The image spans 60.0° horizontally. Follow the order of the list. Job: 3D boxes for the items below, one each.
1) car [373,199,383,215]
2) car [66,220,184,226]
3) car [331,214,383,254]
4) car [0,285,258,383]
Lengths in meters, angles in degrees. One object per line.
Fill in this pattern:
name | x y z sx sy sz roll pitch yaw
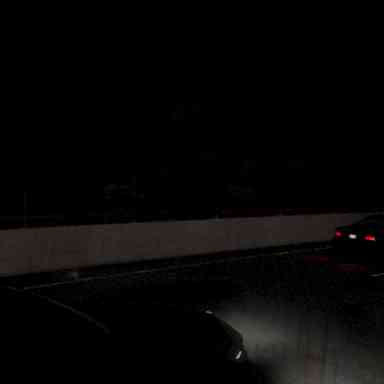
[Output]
car | 20.632 1.469 33.284 4.674 1.442 1.812 0 0 -22
car | -2.980 1.416 14.341 5.008 1.535 1.882 0 0 -31
car | 7.565 1.526 12.155 5.357 1.411 2.033 0 0 -27
car | -1.580 1.510 2.515 4.674 1.442 1.812 0 0 -35
